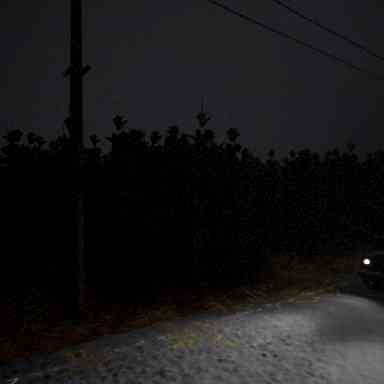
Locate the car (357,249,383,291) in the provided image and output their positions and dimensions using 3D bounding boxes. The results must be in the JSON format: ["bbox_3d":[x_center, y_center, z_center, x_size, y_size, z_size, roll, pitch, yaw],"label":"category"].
[{"bbox_3d":[5.949,1.594,7.841,4.718,1.301,1.895,0,0,-35],"label":"car"}]
